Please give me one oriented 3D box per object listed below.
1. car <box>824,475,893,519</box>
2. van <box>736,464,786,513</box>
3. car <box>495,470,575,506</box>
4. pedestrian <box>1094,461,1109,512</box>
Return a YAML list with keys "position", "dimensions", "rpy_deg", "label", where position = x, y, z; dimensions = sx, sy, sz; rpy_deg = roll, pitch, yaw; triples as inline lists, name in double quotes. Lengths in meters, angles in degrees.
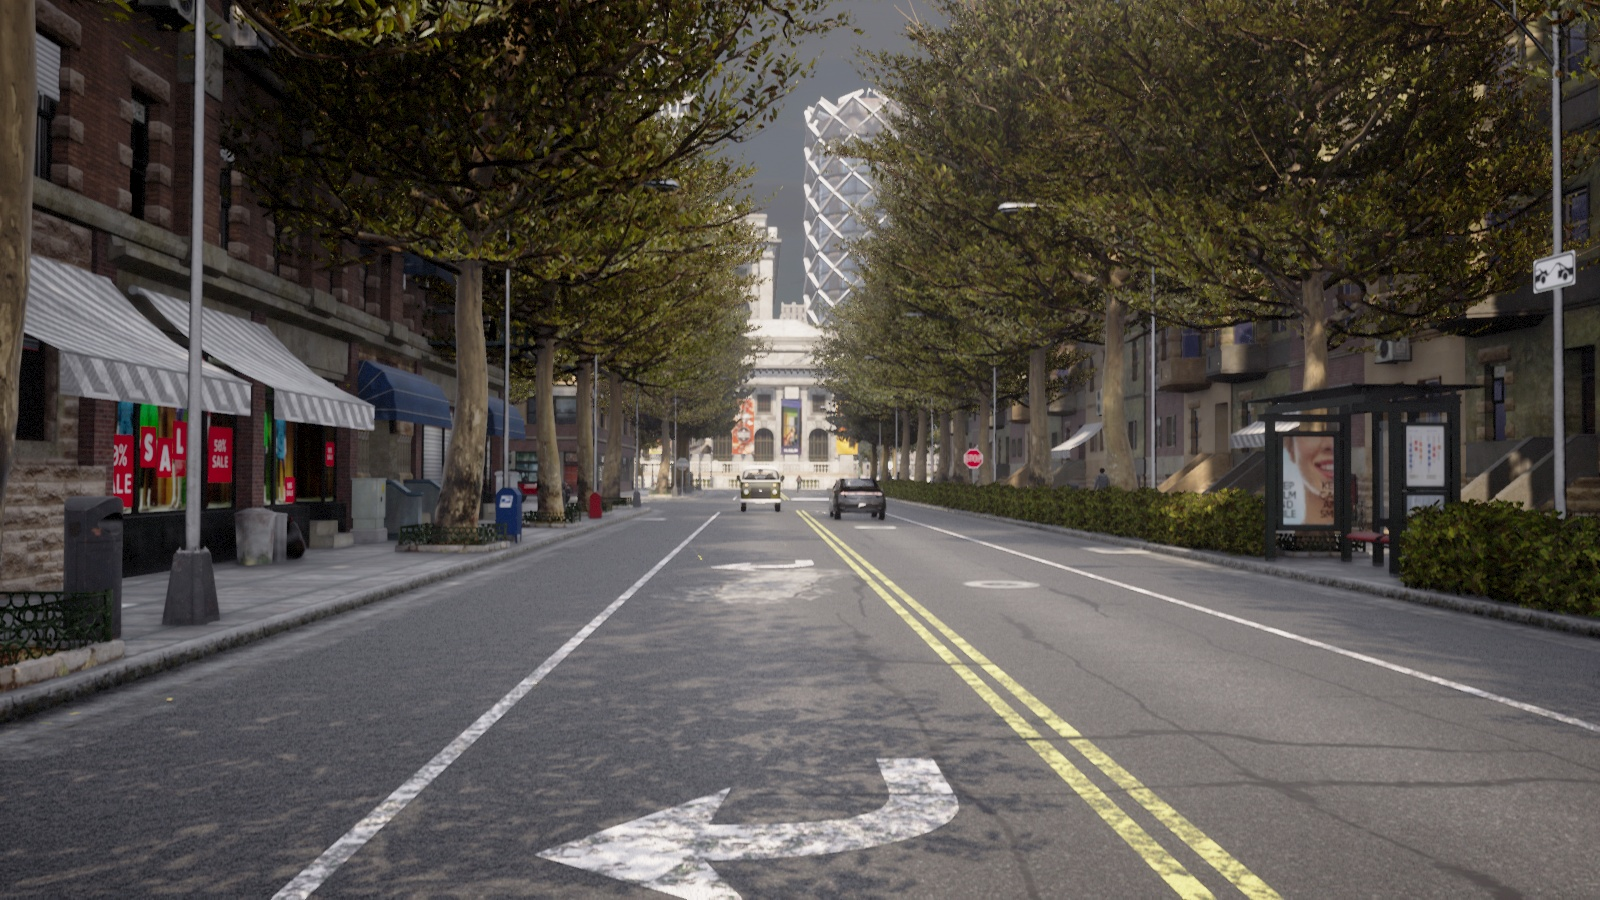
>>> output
- position: [2.074, 1.687, 45.918]
  dimensions: [2.128, 1.511, 4.902]
  rpy_deg: [0, -1, -2]
  label: "car"
- position: [-1.716, 1.651, 55.038]
  dimensions: [2.069, 2.038, 4.480]
  rpy_deg: [0, -1, -2]
  label: "van"
- position: [-13.920, 1.991, 66.177]
  dimensions: [3.866, 1.878, 1.905]
  rpy_deg: [0, -1, -3]
  label: "car"
- position: [11.584, 1.400, 48.326]
  dimensions: [0.423, 1.949, 0.788]
  rpy_deg: [0, -1, 4]
  label: "pedestrian"
